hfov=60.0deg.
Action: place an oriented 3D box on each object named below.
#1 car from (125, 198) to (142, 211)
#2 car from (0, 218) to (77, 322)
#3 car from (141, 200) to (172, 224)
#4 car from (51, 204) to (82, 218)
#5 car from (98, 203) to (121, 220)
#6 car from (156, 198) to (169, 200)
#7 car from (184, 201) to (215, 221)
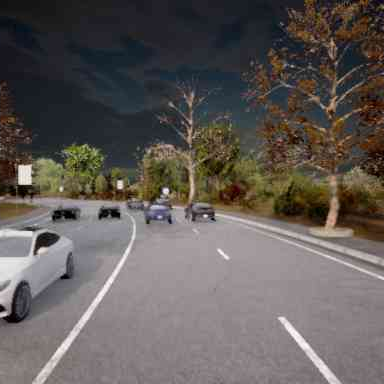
[{"bbox_3d":[-7.439,1.574,42.862,2.128,1.511,4.902,-1,0,-19],"label":"car"},{"bbox_3d":[-3.982,1.549,7.351,1.812,1.442,4.674,0,0,-4],"label":"car"},{"bbox_3d":[-2.627,1.562,25.096,1.812,1.442,4.674,0,0,-11],"label":"car"},{"bbox_3d":[-10.483,1.699,28.004,1.895,1.301,4.718,0,0,-12],"label":"car"},{"bbox_3d":[-7.105,1.673,28.923,1.895,1.301,4.718,0,0,-12],"label":"car"},{"bbox_3d":[-3.989,1.555,43.586,1.837,1.490,4.892,0,0,-19],"label":"car"},{"bbox_3d":[0.547,1.521,27.077,1.837,1.490,4.892,0,1,-11],"label":"car"}]
